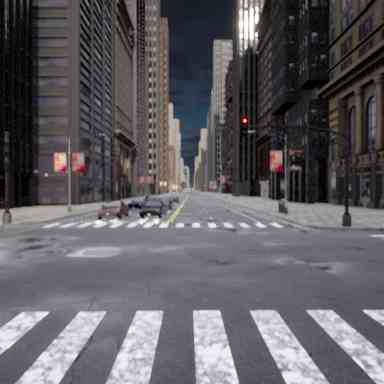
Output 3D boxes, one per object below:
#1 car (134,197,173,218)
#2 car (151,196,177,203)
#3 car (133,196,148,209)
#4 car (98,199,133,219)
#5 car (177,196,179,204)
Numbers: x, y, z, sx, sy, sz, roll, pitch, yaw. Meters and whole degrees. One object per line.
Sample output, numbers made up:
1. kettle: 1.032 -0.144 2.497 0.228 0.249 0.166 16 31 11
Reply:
1. car: -3.333 1.480 29.805 2.033 1.411 5.357 0 0 4
2. car: -3.355 1.396 40.337 2.128 1.511 4.902 0 0 0
3. car: -6.610 1.508 39.806 1.895 1.301 4.718 0 0 0
4. car: -6.607 1.462 28.375 1.812 1.442 4.674 0 0 0
5. car: -3.307 1.388 61.160 2.033 1.411 5.357 0 0 0
